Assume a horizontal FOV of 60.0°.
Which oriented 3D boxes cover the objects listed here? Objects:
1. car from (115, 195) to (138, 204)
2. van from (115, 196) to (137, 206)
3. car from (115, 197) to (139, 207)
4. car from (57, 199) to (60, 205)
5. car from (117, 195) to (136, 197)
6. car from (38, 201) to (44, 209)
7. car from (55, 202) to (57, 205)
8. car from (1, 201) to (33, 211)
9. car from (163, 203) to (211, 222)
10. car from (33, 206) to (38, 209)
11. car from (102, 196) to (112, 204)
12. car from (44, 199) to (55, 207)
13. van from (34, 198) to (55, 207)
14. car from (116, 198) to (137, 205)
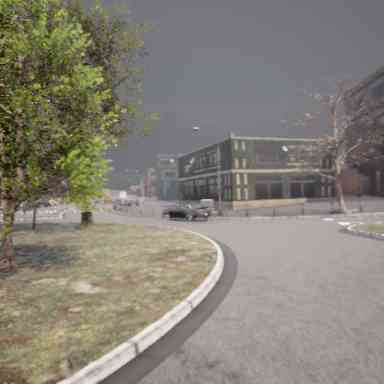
[{"bbox_3d":[-16.740,1.967,85.076,5.566,2.045,2.435,-2,0,-11],"label":"car"},{"bbox_3d":[-14.206,1.995,71.538,4.442,1.987,1.878,-2,0,-11],"label":"van"},{"bbox_3d":[-12.493,2.207,63.371,4.792,1.488,2.163,-2,0,-11],"label":"car"},{"bbox_3d":[-37.426,2.843,85.601,5.008,1.535,2.097,-2,0,-11],"label":"car"},{"bbox_3d":[-13.493,2.080,68.715,4.553,1.767,2.185,-2,0,-11],"label":"car"},{"bbox_3d":[-34.166,2.705,69.377,4.553,1.767,2.185,-2,0,-11],"label":"car"},{"bbox_3d":[-36.163,2.831,80.229,5.366,1.575,1.946,-2,0,-11],"label":"car"},{"bbox_3d":[-32.553,2.676,61.260,4.553,1.767,2.185,-2,0,-11],"label":"car"},{"bbox_3d":[-0.556,1.711,28.840,2.128,1.511,4.902,-1,-1,-45],"label":"car"},{"bbox_3d":[-33.123,2.815,63.963,5.008,1.535,2.097,-2,0,-11],"label":"car"},{"bbox_3d":[-22.817,2.111,91.380,2.150,2.045,5.566,-2,0,-11],"label":"car"},{"bbox_3d":[-35.842,2.589,77.482,5.566,2.045,2.435,-2,0,-11],"label":"car"},{"bbox_3d":[-36.775,2.612,82.919,4.442,1.987,1.878,-2,0,-11],"label":"van"},{"bbox_3d":[-15.711,2.221,79.742,5.008,1.535,2.097,-2,0,-11],"label":"car"}]
